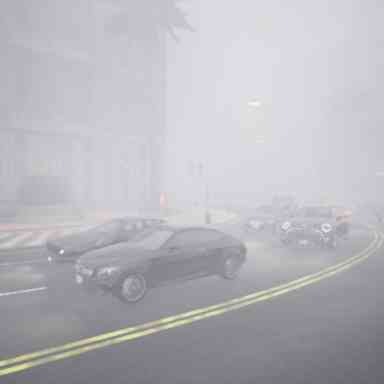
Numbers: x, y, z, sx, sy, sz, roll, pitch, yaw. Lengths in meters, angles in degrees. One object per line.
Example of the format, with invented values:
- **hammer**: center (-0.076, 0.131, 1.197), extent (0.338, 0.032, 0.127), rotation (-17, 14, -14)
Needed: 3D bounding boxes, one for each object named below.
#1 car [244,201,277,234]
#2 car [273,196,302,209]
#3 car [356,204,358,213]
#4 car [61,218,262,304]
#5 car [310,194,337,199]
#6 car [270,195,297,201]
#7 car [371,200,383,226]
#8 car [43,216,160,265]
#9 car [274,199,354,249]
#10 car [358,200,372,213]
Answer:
- **car**: center (4.477, 1.520, 19.390), extent (2.128, 1.511, 4.902), rotation (0, 0, 28)
- **car**: center (13.635, 1.418, 47.825), extent (2.097, 1.767, 4.553), rotation (0, 0, -14)
- **car**: center (10.215, 1.508, 23.793), extent (1.882, 1.535, 5.008), rotation (0, 0, 17)
- **car**: center (-0.535, 1.540, 8.355), extent (4.674, 1.442, 1.812), rotation (0, 0, -40)
- **car**: center (17.858, 1.284, 46.111), extent (2.150, 2.045, 5.566), rotation (0, 0, -13)
- **car**: center (8.083, 1.263, 29.446), extent (2.150, 2.045, 5.566), rotation (0, 0, 8)
- **car**: center (13.612, 1.503, 22.223), extent (1.882, 1.535, 5.008), rotation (0, 0, 20)
- **car**: center (-2.088, 1.569, 11.402), extent (5.357, 1.411, 2.033), rotation (0, 0, -39)
- **car**: center (5.586, 1.372, 14.803), extent (2.097, 1.767, 4.553), rotation (0, 0, 34)
- **car**: center (19.046, 1.533, 34.934), extent (2.128, 1.511, 4.902), rotation (0, 0, 0)
